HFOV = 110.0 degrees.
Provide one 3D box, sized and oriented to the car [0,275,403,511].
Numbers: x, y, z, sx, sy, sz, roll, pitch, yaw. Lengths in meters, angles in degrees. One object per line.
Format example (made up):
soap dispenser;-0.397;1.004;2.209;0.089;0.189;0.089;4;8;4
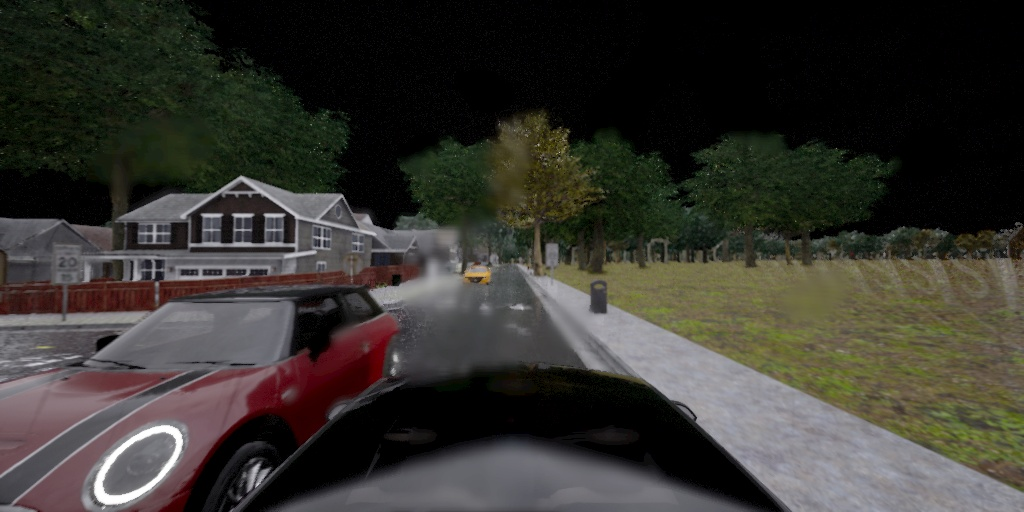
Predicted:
car;-2.758;1.130;3.770;2.097;1.767;4.553;0;-1;0

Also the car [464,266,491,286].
car;-2.732;1.569;29.317;1.882;1.535;5.008;0;0;0
